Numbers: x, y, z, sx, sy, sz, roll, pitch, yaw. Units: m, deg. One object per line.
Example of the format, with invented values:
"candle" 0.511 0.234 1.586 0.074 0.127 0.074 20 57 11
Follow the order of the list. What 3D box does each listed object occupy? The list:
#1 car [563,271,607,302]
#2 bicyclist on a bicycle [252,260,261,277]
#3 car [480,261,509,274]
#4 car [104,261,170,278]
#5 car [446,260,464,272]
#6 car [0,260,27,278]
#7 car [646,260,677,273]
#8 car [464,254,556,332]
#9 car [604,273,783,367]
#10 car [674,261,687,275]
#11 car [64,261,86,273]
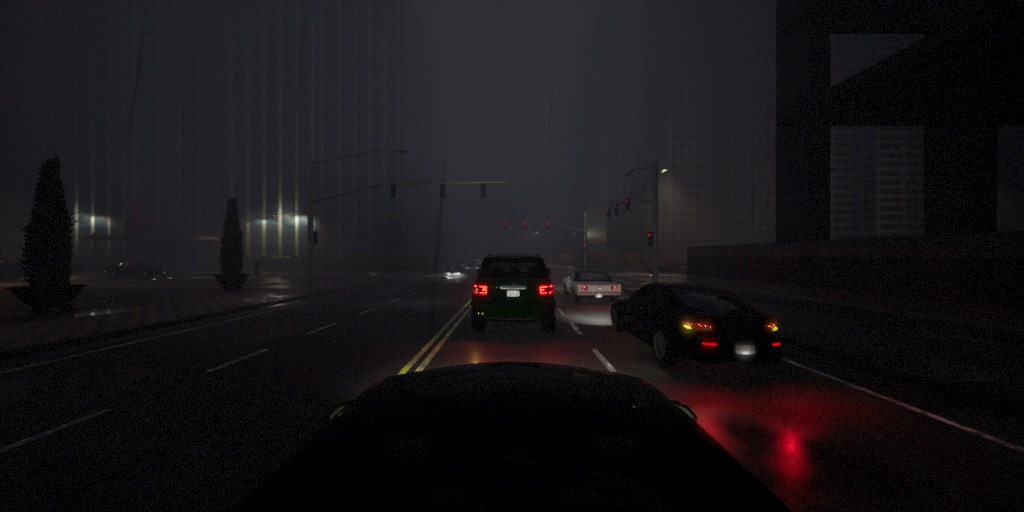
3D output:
"car" 3.594 1.351 16.975 1.895 1.301 4.718 0 0 0
"bicyclist on a bicycle" -24.643 1.203 34.599 0.582 1.620 1.656 0 0 -13
"car" -2.153 1.297 42.361 2.033 1.411 5.357 0 0 -18
"car" -34.503 1.241 33.064 4.902 1.511 2.128 0 0 0
"car" -7.064 1.243 45.059 2.128 1.511 4.902 0 0 0
"car" -45.886 1.314 33.022 4.181 1.385 1.994 0 0 0
"car" 17.810 1.228 40.723 5.008 1.535 1.882 0 0 0
"car" 0.058 0.971 11.057 2.150 2.045 5.566 0 0 1
"car" 3.589 1.276 7.815 1.812 1.442 4.674 0 0 0
"car" 19.879 1.350 37.210 4.718 1.301 1.895 0 0 1
"car" -50.686 1.276 40.125 4.674 1.442 1.812 0 0 0
